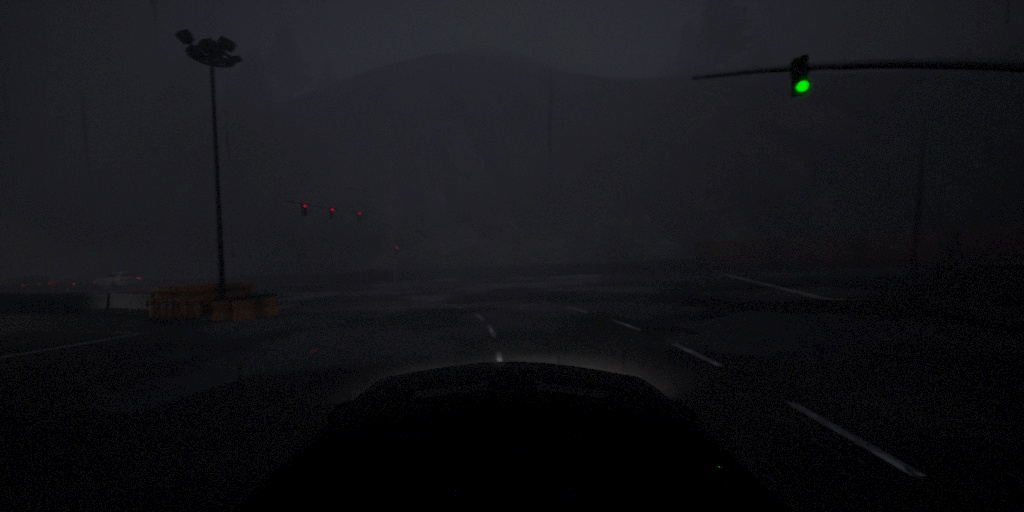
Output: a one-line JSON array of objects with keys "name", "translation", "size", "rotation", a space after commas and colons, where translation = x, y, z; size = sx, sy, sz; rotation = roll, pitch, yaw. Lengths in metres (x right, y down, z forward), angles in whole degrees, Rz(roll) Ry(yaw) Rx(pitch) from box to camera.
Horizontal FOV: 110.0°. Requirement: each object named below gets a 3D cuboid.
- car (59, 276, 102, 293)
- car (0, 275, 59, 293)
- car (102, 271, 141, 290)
[{"name": "car", "translation": [-48.954, 3.123, 40.024], "size": [4.553, 1.767, 2.097], "rotation": [-2, 0, 18]}, {"name": "car", "translation": [-49.680, 3.033, 36.581], "size": [5.566, 2.045, 2.150], "rotation": [-2, 0, 18]}, {"name": "car", "translation": [-47.568, 2.930, 43.254], "size": [5.566, 2.045, 2.150], "rotation": [-2, 0, 18]}]
